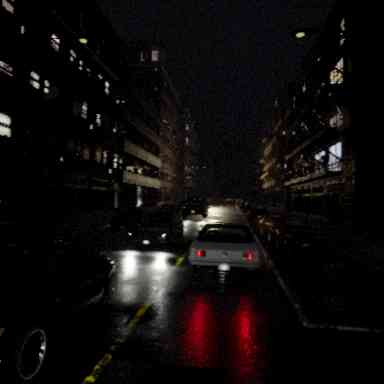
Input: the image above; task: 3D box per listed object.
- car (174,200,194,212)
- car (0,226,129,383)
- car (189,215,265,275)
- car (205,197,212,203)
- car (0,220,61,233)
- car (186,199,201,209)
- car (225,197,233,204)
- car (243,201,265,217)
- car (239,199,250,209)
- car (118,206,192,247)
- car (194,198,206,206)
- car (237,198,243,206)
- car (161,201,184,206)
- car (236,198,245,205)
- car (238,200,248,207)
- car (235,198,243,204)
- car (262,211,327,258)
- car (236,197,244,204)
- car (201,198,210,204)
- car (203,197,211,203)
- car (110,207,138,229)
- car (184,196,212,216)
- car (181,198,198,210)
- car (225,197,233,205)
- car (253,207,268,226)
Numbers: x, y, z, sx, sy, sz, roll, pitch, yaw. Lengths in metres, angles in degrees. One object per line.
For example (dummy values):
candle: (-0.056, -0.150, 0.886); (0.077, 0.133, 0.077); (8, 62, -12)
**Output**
car: (-0.990, 1.789, 42.906); (1.947, 1.339, 4.313); (2, 0, 6)
car: (-2.663, 1.519, 5.210); (1.994, 1.385, 4.181); (1, 0, 7)
car: (1.094, 1.688, 10.861); (1.895, 1.301, 4.718); (1, 0, 6)
car: (4.725, 2.210, 93.366); (1.752, 1.417, 4.829); (2, 0, 6)
car: (-4.940, 1.484, 9.168); (1.947, 1.339, 4.313); (2, 0, 6)
car: (0.284, 1.875, 54.156); (2.008, 1.369, 4.403); (2, 0, 6)
car: (9.588, 2.136, 85.827); (1.837, 1.490, 4.892); (1, 0, 6)
car: (6.057, 1.880, 30.670); (1.887, 1.381, 4.507); (2, 0, 6)
car: (7.330, 1.987, 41.921); (2.008, 1.369, 4.403); (2, 0, 6)
car: (-1.486, 1.594, 15.607); (2.033, 1.411, 5.357); (1, 0, 7)
car: (1.558, 1.973, 65.408); (1.887, 1.381, 4.507); (2, 0, 6)
car: (8.609, 1.979, 53.172); (1.967, 1.590, 4.097); (2, 0, 6)
car: (-2.265, 1.704, 31.655); (1.802, 1.307, 4.206); (2, 0, 6)
car: (11.793, 2.236, 81.301); (1.967, 1.590, 4.097); (2, 0, 6)
car: (9.876, 2.223, 64.423); (1.802, 1.307, 4.206); (2, 0, 6)
car: (13.062, 2.451, 92.551); (2.008, 1.369, 4.403); (2, 0, 6)
car: (4.220, 1.731, 13.788); (1.887, 1.381, 4.507); (2, 0, 6)
car: (12.430, 2.288, 86.926); (1.967, 1.590, 4.097); (2, 0, 6)
car: (3.469, 2.127, 82.285); (1.887, 1.381, 4.507); (2, 0, 6)
car: (4.088, 2.158, 87.741); (1.752, 1.417, 4.829); (2, 0, 6)
car: (-3.539, 1.587, 20.408); (1.947, 1.339, 4.313); (2, 0, 6)
car: (0.410, 1.417, 31.966); (2.150, 2.045, 5.566); (1, -1, 7)
car: (-0.347, 1.714, 48.532); (1.967, 1.590, 4.097); (2, 0, 6)
car: (8.436, 2.219, 75.689); (1.895, 1.301, 4.718); (1, 0, 6)
car: (4.784, 1.817, 19.421); (1.802, 1.307, 4.206); (2, 0, 6)
